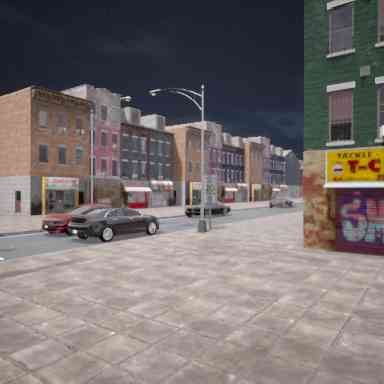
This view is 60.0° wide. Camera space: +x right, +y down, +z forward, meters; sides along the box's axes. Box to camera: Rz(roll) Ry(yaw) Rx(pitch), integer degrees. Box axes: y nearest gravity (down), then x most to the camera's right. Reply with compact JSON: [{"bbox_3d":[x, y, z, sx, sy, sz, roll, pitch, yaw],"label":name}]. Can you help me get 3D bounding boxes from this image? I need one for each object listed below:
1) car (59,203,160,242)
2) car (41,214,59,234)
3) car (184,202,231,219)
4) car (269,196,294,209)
[{"bbox_3d":[-3.602,1.443,16.217,1.837,1.490,4.892,0,0,36],"label":"car"},{"bbox_3d":[-5.672,1.403,18.210,1.882,1.535,5.008,0,0,34],"label":"car"},{"bbox_3d":[1.370,1.462,28.045,1.895,1.301,4.718,0,1,36],"label":"car"},{"bbox_3d":[11.306,1.283,41.817,1.837,1.490,4.892,0,0,36],"label":"car"}]
